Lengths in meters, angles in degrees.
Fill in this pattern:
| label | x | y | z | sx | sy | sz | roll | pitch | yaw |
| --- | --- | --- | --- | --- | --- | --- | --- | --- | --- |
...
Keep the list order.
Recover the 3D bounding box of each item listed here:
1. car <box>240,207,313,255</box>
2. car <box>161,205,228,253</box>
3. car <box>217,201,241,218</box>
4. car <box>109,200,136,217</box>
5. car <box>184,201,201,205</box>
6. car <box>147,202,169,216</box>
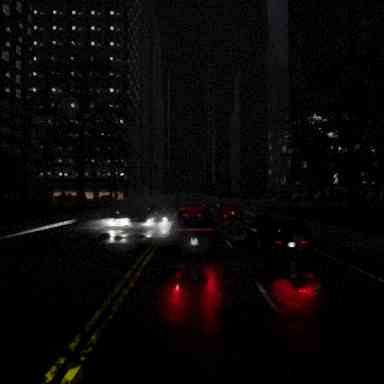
| label | x | y | z | sx | sy | sz | roll | pitch | yaw |
| --- | --- | --- | --- | --- | --- | --- | --- | --- | --- |
| car | 3.331 | 1.537 | 13.465 | 1.837 | 1.490 | 4.892 | 0 | -1 | 0 |
| car | 0.082 | 1.527 | 13.812 | 2.128 | 1.511 | 4.902 | 0 | 0 | 0 |
| car | 3.332 | 1.547 | 29.583 | 1.882 | 1.535 | 5.008 | 0 | 0 | 0 |
| car | -6.588 | 1.566 | 32.012 | 2.128 | 1.511 | 4.902 | 0 | 0 | 0 |
| car | 0.084 | 1.548 | 29.950 | 1.882 | 1.535 | 5.008 | 0 | 0 | 0 |
| car | -3.335 | 1.678 | 33.513 | 1.895 | 1.301 | 4.718 | 0 | 0 | 0 |
